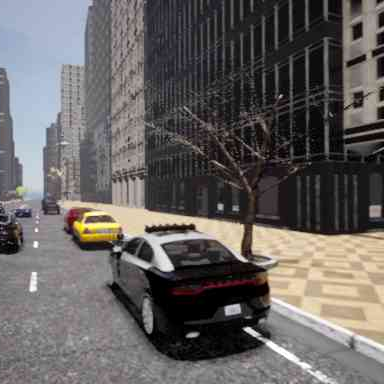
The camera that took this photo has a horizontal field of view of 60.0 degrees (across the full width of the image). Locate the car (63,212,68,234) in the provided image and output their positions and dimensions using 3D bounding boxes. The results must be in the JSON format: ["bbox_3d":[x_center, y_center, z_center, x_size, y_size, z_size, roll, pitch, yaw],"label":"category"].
[{"bbox_3d":[-7.174,1.719,21.455,1.882,1.535,5.008,0,-1,-25],"label":"car"}]

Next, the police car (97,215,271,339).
[{"bbox_3d":[-0.511,1.481,7.030,1.930,1.638,5.238,0,0,-25],"label":"police car"}]

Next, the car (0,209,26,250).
[{"bbox_3d":[-8.737,1.709,15.005,1.837,1.490,4.892,0,-1,-25],"label":"car"}]

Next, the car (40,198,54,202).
[{"bbox_3d":[-23.646,1.936,54.790,2.150,2.045,5.566,0,-1,-25],"label":"car"}]

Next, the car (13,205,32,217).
[{"bbox_3d":[-19.023,2.103,37.272,1.895,1.301,4.718,0,-1,-25],"label":"car"}]

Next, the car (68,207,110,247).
[{"bbox_3d":[-4.738,1.628,16.181,1.801,1.575,5.366,0,0,-25],"label":"car"}]

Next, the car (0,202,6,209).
[{"bbox_3d":[-26.342,2.158,44.910,1.837,1.490,4.892,0,-1,-25],"label":"car"}]

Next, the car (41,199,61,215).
[{"bbox_3d":[-17.673,2.034,41.948,1.837,1.490,4.892,0,0,-24],"label":"car"}]
